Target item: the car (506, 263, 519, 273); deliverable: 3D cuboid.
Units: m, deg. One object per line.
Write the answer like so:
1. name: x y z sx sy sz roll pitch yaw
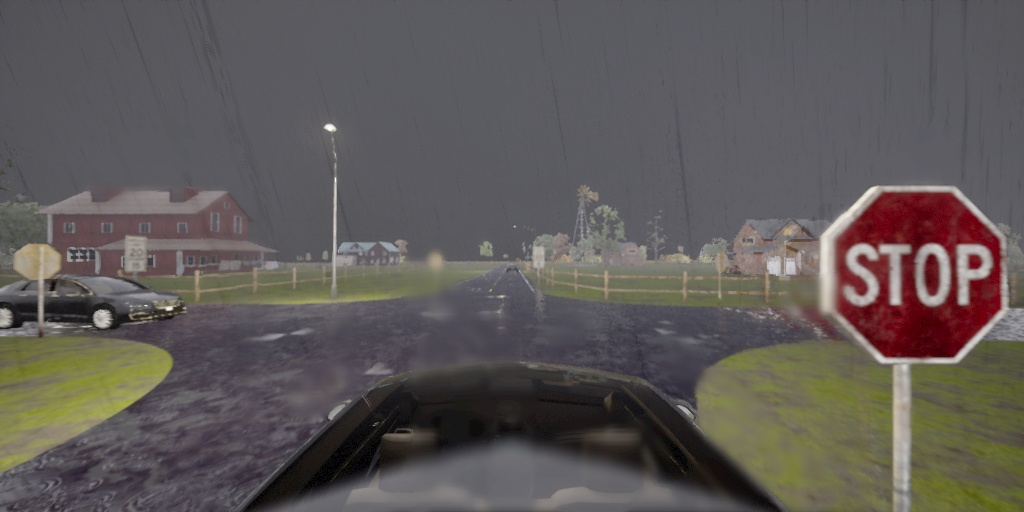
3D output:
1. car: 0.088 1.836 56.846 1.837 1.490 4.892 0 -1 0

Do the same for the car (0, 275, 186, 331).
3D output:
1. car: -12.626 1.320 10.767 4.892 1.490 1.837 0 -1 2
